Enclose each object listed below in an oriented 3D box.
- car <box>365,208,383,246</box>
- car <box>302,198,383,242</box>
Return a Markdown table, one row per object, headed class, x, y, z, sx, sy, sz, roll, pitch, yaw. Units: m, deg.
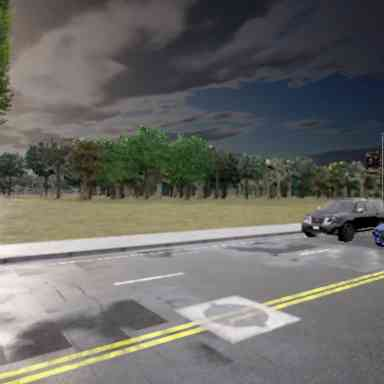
| class | x | y | z | sx | sy | sz | roll | pitch | yaw |
| --- | --- | --- | --- | --- | --- | --- | --- | --- | --- |
| car | 10.093 | 1.629 | 14.882 | 5.008 | 1.535 | 1.882 | 1 | 0 | -36 |
| car | 8.181 | 1.371 | 17.510 | 5.566 | 2.045 | 2.150 | 0 | 0 | -36 |
